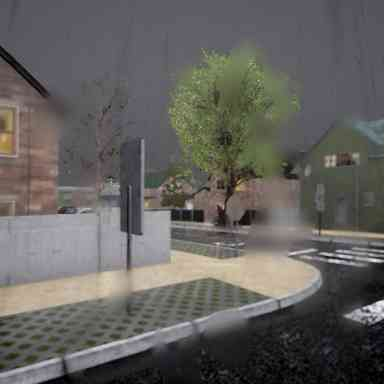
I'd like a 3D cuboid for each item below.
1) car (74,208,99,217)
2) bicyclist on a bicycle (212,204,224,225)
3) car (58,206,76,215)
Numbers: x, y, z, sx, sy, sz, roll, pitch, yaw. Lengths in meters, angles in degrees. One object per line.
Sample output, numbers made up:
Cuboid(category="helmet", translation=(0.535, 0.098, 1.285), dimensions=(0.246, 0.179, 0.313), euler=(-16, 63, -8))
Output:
Cuboid(category="car", translation=(-13.800, 3.132, 44.523), dimensions=(1.882, 1.535, 5.008), euler=(1, -3, -35))
Cuboid(category="bicyclist on a bicycle", translation=(2.238, 1.823, 26.727), dimensions=(1.656, 1.620, 0.582), euler=(-2, 1, -35))
Cuboid(category="car", translation=(-19.865, 3.291, 53.104), dimensions=(2.150, 2.045, 5.566), euler=(1, -3, -35))
